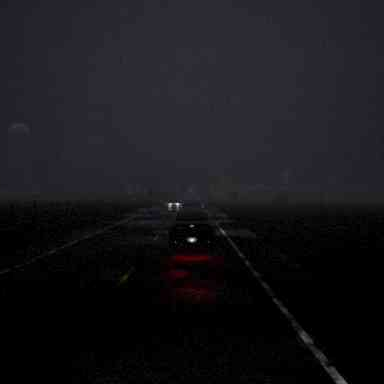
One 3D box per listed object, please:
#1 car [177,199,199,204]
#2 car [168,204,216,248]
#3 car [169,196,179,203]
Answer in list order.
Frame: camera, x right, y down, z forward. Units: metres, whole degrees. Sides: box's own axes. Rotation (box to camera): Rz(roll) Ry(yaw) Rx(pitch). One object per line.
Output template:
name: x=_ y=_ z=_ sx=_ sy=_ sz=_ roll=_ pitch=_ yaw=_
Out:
car: x=0.000 y=1.549 z=29.651 sx=2.033 sy=1.411 sz=5.357 roll=0 pitch=0 yaw=0
car: x=0.000 y=1.511 z=14.652 sx=1.837 sy=1.490 sz=4.892 roll=0 pitch=0 yaw=0
car: x=-3.500 y=1.506 z=66.651 sx=1.837 sy=1.490 sz=4.892 roll=0 pitch=0 yaw=0
